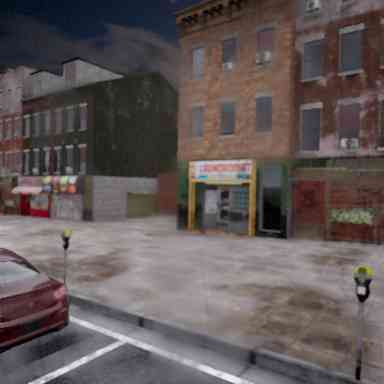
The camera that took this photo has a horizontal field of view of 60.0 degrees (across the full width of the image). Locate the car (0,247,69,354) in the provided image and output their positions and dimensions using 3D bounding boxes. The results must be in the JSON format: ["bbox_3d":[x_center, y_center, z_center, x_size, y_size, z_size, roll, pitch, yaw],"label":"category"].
[{"bbox_3d":[-3.715,1.561,5.444,4.206,1.307,1.802,0,1,36],"label":"car"}]
